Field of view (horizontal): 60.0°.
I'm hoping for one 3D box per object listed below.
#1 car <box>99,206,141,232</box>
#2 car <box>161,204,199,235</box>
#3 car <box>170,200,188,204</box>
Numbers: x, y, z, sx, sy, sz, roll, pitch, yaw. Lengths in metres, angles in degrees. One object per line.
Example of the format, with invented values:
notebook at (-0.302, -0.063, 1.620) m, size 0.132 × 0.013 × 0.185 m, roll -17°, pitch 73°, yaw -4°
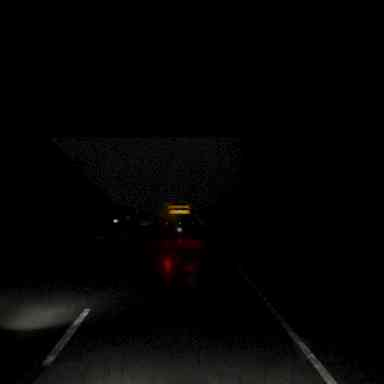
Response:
car at (-4.267, 1.546, 20.195) m, size 1.994 × 1.385 × 4.181 m, roll 0°, pitch 0°, yaw -2°
car at (-0.692, 1.568, 18.571) m, size 1.895 × 1.301 × 4.718 m, roll 0°, pitch 0°, yaw -2°
car at (-1.103, 1.428, 27.945) m, size 1.882 × 1.535 × 5.008 m, roll 0°, pitch 0°, yaw -3°
